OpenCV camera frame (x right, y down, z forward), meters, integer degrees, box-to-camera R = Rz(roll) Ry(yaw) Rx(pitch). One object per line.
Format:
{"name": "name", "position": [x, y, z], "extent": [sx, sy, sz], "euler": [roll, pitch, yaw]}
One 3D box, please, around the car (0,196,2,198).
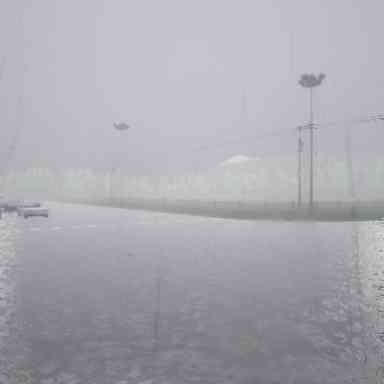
{"name": "car", "position": [-28.395, 1.359, 49.205], "extent": [2.097, 1.767, 4.553], "euler": [0, 0, -36]}

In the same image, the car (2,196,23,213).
{"name": "car", "position": [-19.405, 1.487, 36.749], "extent": [1.882, 1.535, 5.008], "euler": [0, 0, -36]}

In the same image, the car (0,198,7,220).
{"name": "car", "position": [-16.889, 1.494, 27.300], "extent": [2.128, 1.511, 4.902], "euler": [0, 0, -36]}

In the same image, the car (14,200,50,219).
{"name": "car", "position": [-13.984, 1.610, 29.256], "extent": [1.895, 1.301, 4.718], "euler": [0, 0, -36]}
